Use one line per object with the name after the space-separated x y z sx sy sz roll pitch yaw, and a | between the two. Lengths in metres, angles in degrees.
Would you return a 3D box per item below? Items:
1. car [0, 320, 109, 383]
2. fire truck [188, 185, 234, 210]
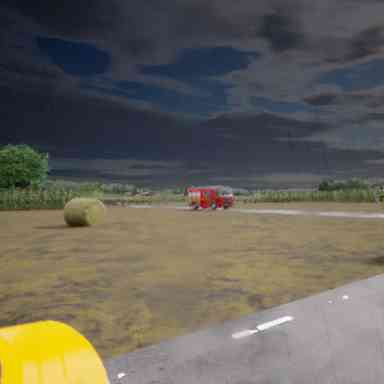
-2.744 1.491 1.112 5.008 1.535 1.882 -1 0 -36 | car
2.875 0.893 53.438 2.891 3.827 8.468 -1 -1 -35 | fire truck
